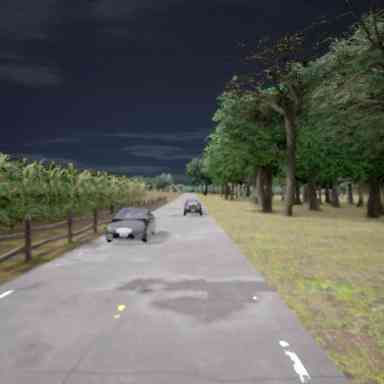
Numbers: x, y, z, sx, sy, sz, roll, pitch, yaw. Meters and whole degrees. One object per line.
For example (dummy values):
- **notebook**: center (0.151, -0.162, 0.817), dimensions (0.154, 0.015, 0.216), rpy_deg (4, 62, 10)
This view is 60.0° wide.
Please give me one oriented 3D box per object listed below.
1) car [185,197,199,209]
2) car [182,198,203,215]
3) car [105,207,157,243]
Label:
- **car**: center (0.038, 1.528, 47.873), dimensions (1.882, 1.535, 5.008), rpy_deg (0, 0, 1)
- **car**: center (0.100, 1.576, 33.841), dimensions (1.812, 1.442, 4.674), rpy_deg (0, 0, 0)
- **car**: center (-2.844, 1.525, 16.310), dimensions (2.128, 1.511, 4.902), rpy_deg (0, 0, 0)
